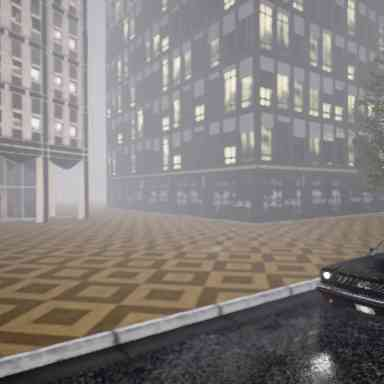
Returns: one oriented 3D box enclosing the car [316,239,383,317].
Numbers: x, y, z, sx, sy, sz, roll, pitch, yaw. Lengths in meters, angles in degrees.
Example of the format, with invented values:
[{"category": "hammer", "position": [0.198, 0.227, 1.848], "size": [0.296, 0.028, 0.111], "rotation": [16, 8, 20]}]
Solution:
[{"category": "car", "position": [4.608, 1.587, 6.652], "size": [4.718, 1.301, 1.895], "rotation": [0, 0, -35]}]
